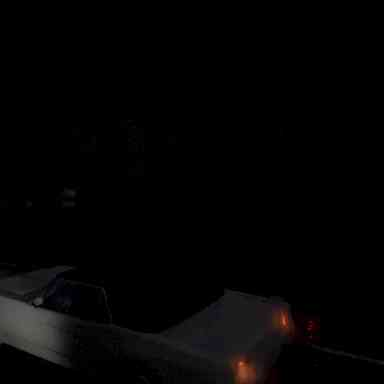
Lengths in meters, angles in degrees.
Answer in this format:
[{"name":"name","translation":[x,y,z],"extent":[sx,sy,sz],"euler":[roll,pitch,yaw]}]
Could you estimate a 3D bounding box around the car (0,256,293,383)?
[{"name":"car","translation":[-1.196,1.611,4.618],"extent":[4.718,1.301,1.895],"euler":[-1,0,31]}]
